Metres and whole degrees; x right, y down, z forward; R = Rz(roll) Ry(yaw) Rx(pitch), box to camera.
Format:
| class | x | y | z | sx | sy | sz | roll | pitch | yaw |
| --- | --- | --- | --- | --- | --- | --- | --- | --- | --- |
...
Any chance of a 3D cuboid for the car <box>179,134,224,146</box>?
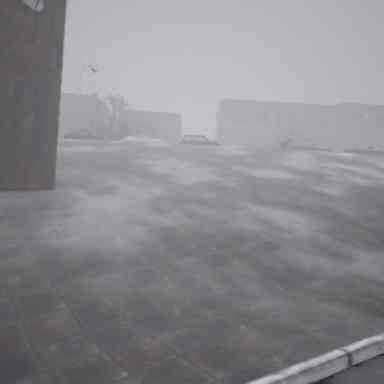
| class | x | y | z | sx | sy | sz | roll | pitch | yaw |
| --- | --- | --- | --- | --- | --- | --- | --- | --- | --- |
| car | 0.935 | -4.765 | 32.905 | 4.553 | 1.767 | 2.185 | 3 | -1 | 0 |

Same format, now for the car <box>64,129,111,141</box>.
| class | x | y | z | sx | sy | sz | roll | pitch | yaw |
| --- | --- | --- | --- | --- | --- | --- | --- | --- | --- |
| car | -10.220 | -5.326 | 32.927 | 4.553 | 1.767 | 2.185 | 3 | -1 | 0 |

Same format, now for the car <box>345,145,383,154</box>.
| class | x | y | z | sx | sy | sz | roll | pitch | yaw |
| --- | --- | --- | --- | --- | --- | --- | --- | --- | --- |
| car | 17.369 | -3.795 | 32.878 | 4.892 | 1.521 | 2.231 | 3 | -1 | 0 |

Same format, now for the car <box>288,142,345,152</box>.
| class | x | y | z | sx | sy | sz | roll | pitch | yaw |
| --- | --- | --- | --- | --- | --- | --- | --- | --- | --- |
| car | 11.857 | -4.086 | 32.881 | 4.892 | 1.521 | 2.231 | 3 | -1 | 0 |

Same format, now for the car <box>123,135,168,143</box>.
| class | x | y | z | sx | sy | sz | roll | pitch | yaw |
| --- | --- | --- | --- | --- | --- | --- | --- | --- | --- |
| car | -4.559 | -4.876 | 32.913 | 4.674 | 1.452 | 2.002 | 3 | -1 | 0 |
